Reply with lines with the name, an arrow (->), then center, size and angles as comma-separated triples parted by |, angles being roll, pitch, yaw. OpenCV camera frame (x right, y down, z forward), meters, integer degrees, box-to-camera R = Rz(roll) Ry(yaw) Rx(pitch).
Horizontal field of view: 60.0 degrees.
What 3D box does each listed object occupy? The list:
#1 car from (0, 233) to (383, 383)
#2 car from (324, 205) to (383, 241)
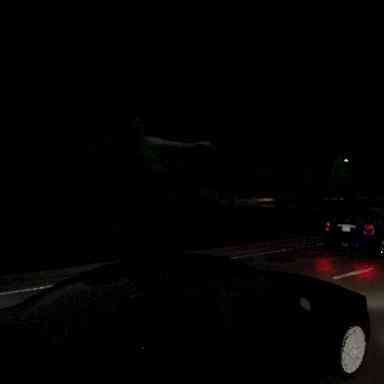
car -> 0.096, 1.479, 3.816 | 5.008, 1.535, 1.882 | 0, 0, -36
car -> 7.309, 1.361, 13.270 | 4.553, 1.767, 2.097 | 0, 0, -36
